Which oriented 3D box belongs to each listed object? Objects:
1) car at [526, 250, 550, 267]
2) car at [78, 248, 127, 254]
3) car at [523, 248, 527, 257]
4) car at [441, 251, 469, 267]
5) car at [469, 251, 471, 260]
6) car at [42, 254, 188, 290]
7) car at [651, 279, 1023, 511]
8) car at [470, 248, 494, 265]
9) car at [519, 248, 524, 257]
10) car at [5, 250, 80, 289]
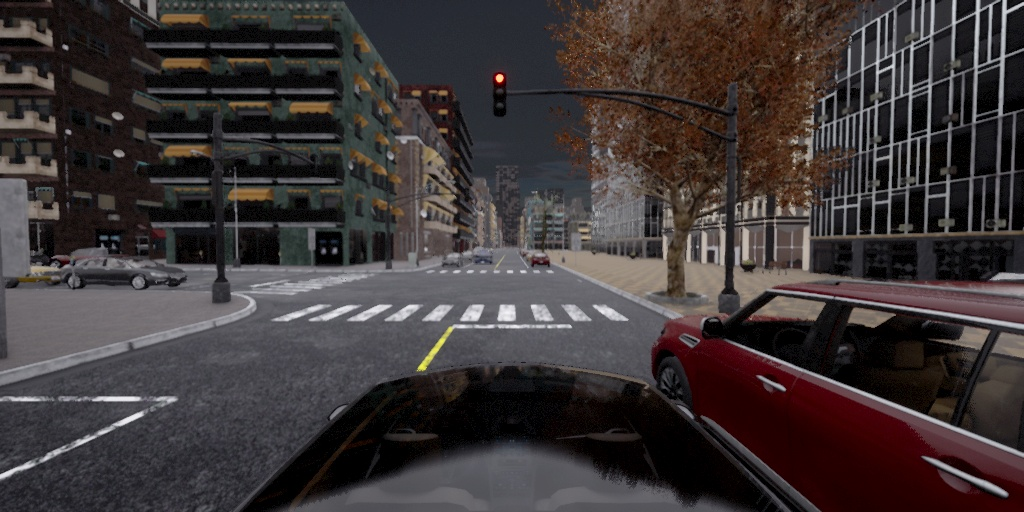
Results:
[{"bbox_3d":[2.683,0.321,34.720,1.888,1.381,4.507,0,0,0],"label":"car"},{"bbox_3d":[-27.626,0.183,23.558,4.097,1.591,1.967,0,0,-1],"label":"car"},{"bbox_3d":[2.680,-0.018,45.951,1.751,1.417,4.829,0,0,0],"label":"car"},{"bbox_3d":[-5.697,0.327,34.718,2.007,1.370,4.403,0,0,0],"label":"car"},{"bbox_3d":[-5.700,0.007,45.779,2.007,1.370,4.403,0,0,0],"label":"car"},{"bbox_3d":[-16.438,0.686,15.301,4.403,1.370,2.007,0,0,-1],"label":"car"},{"bbox_3d":[2.692,1.046,2.347,2.192,1.841,5.009,0,0,0],"label":"car"},{"bbox_3d":[-3.010,0.188,39.427,2.033,1.411,5.357,0,2,0],"label":"car"},{"bbox_3d":[2.676,-0.437,62.371,1.802,1.307,4.207,0,0,0],"label":"car"},{"bbox_3d":[-21.835,0.585,15.243,4.829,1.417,1.751,0,0,-1],"label":"car"}]
